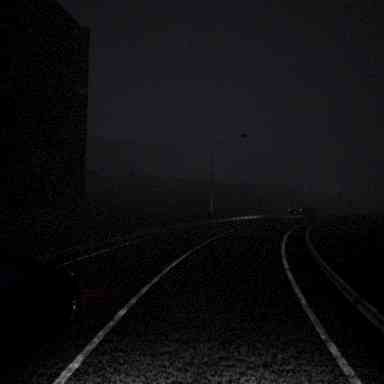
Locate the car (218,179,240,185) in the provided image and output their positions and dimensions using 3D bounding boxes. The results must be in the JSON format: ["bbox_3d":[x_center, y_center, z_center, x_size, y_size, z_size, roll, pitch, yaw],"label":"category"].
[{"bbox_3d":[6.498,-1.698,66.002,5.008,1.535,2.097,3,-5,-35],"label":"car"}]

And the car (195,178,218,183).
[{"bbox_3d":[1.974,-1.921,62.798,4.674,1.452,2.002,3,-5,-34],"label":"car"}]

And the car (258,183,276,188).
[{"bbox_3d":[15.451,-1.112,72.792,4.792,1.488,2.163,4,-6,-38],"label":"car"}]

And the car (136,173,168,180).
[{"bbox_3d":[-7.245,-2.437,56.695,4.892,1.521,2.231,3,-5,-33],"label":"car"}]

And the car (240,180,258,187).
[{"bbox_3d":[10.934,-1.554,69.294,4.553,1.767,2.185,3,-5,-36],"label":"car"}]

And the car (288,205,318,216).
[{"bbox_3d":[13.896,2.278,41.525,1.895,1.301,4.718,-4,-4,44],"label":"car"}]

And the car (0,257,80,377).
[{"bbox_3d":[-3.099,1.577,4.232,1.994,1.385,4.181,0,0,5],"label":"car"}]

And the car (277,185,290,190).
[{"bbox_3d":[19.738,-0.819,76.256,4.674,1.452,2.002,4,-6,-39],"label":"car"}]

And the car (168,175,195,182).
[{"bbox_3d":[-2.618,-2.212,59.698,4.892,1.521,2.231,3,-5,-33],"label":"car"}]

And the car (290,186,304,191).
[{"bbox_3d":[23.875,-0.572,79.752,4.892,1.521,2.231,4,-6,-40],"label":"car"}]

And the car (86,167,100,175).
[{"bbox_3d":[-16.424,-2.984,50.764,4.553,1.767,2.185,3,-5,-33],"label":"car"}]

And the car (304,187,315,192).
[{"bbox_3d":[28.093,-0.375,83.487,4.553,1.767,2.185,4,-6,-41],"label":"car"}]

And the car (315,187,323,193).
[{"bbox_3d":[32.223,-0.151,87.279,5.566,2.045,2.435,5,-6,-42],"label":"car"}]
